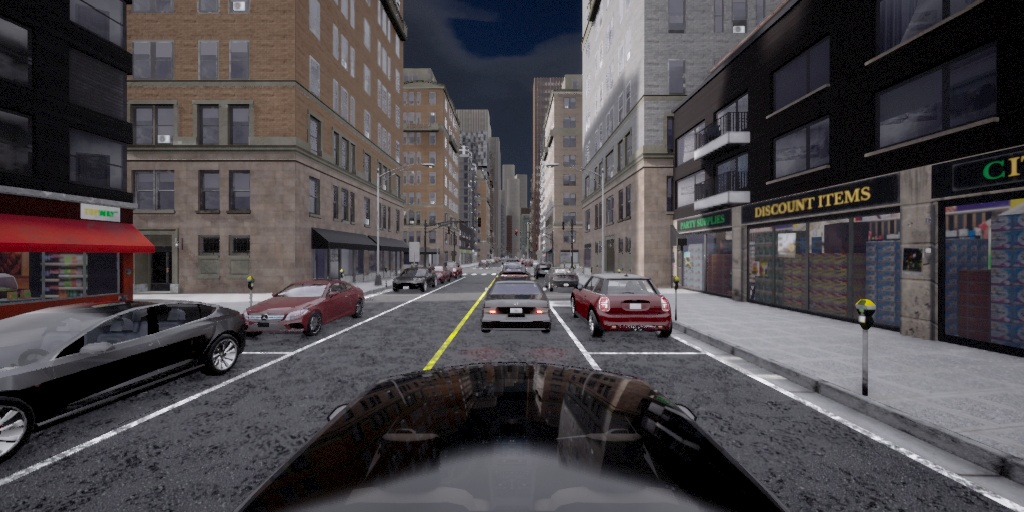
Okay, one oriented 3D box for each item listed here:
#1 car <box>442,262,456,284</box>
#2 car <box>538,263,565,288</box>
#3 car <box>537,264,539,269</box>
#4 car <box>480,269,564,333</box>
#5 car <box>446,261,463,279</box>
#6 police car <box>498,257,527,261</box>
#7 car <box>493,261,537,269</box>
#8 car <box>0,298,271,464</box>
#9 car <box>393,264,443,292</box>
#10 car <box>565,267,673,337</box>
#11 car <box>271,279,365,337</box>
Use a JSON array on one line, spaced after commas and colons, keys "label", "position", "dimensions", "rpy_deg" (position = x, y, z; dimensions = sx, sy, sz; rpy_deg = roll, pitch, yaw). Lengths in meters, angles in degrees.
[{"label": "car", "position": [-5.630, 1.334, 26.767], "dimensions": [1.802, 1.307, 4.207], "rpy_deg": [0, 0, 0]}, {"label": "car", "position": [2.887, 1.301, 21.251], "dimensions": [2.007, 1.370, 4.403], "rpy_deg": [0, 0, 0]}, {"label": "car", "position": [2.905, 1.319, 32.253], "dimensions": [1.948, 1.339, 4.313], "rpy_deg": [0, 0, 0]}, {"label": "car", "position": [0.110, 1.297, 10.719], "dimensions": [2.033, 1.411, 5.357], "rpy_deg": [0, 0, 0]}, {"label": "car", "position": [-5.620, 1.193, 32.268], "dimensions": [1.967, 1.591, 4.097], "rpy_deg": [0, 0, 0]}, {"label": "police car", "position": [0.046, 1.178, 31.261], "dimensions": [1.930, 1.638, 5.238], "rpy_deg": [0, 0, 0]}, {"label": "car", "position": [0.129, 1.242, 21.242], "dimensions": [2.128, 1.511, 4.902], "rpy_deg": [0, 0, 0]}, {"label": "car", "position": [-5.667, 1.316, 4.762], "dimensions": [1.948, 1.339, 4.313], "rpy_deg": [0, 0, 0]}, {"label": "car", "position": [-5.638, 1.317, 21.265], "dimensions": [1.948, 1.339, 4.313], "rpy_deg": [0, 0, 0]}, {"label": "car", "position": [2.868, 1.190, 10.248], "dimensions": [1.967, 1.591, 4.097], "rpy_deg": [0, 0, 0]}, {"label": "car", "position": [-5.657, 1.332, 10.263], "dimensions": [1.802, 1.307, 4.207], "rpy_deg": [0, 0, 0]}]
